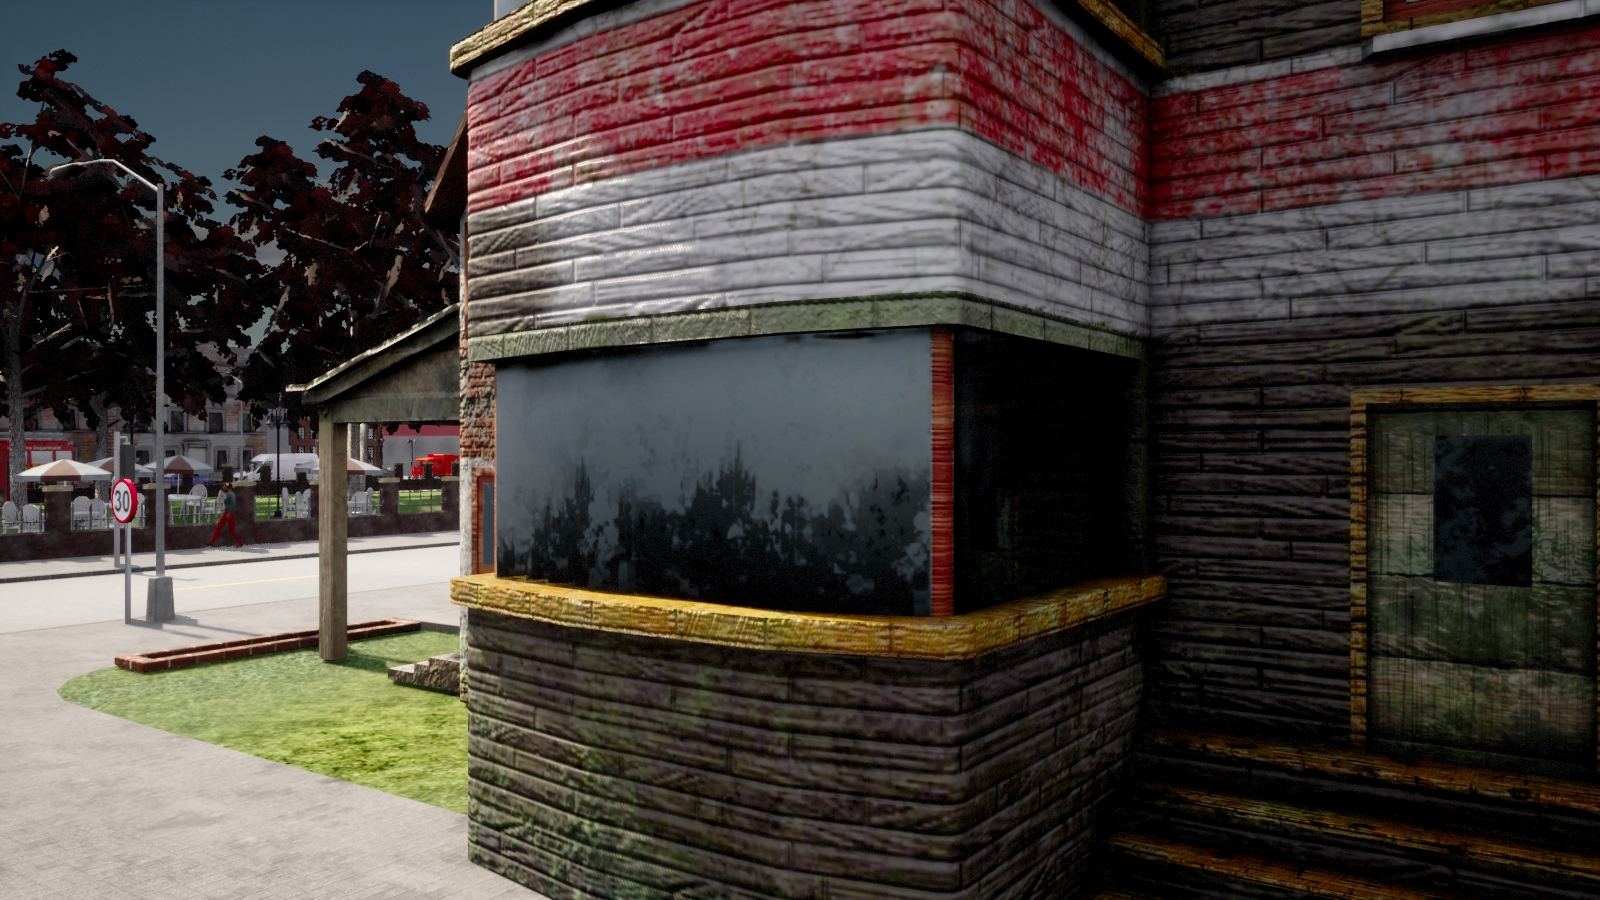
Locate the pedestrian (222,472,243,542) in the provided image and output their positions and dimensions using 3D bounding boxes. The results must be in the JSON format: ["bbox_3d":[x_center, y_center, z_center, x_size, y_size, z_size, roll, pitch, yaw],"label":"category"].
[{"bbox_3d":[-15.281,1.517,30.764,0.375,1.860,0.375,0,0,36],"label":"pedestrian"}]
